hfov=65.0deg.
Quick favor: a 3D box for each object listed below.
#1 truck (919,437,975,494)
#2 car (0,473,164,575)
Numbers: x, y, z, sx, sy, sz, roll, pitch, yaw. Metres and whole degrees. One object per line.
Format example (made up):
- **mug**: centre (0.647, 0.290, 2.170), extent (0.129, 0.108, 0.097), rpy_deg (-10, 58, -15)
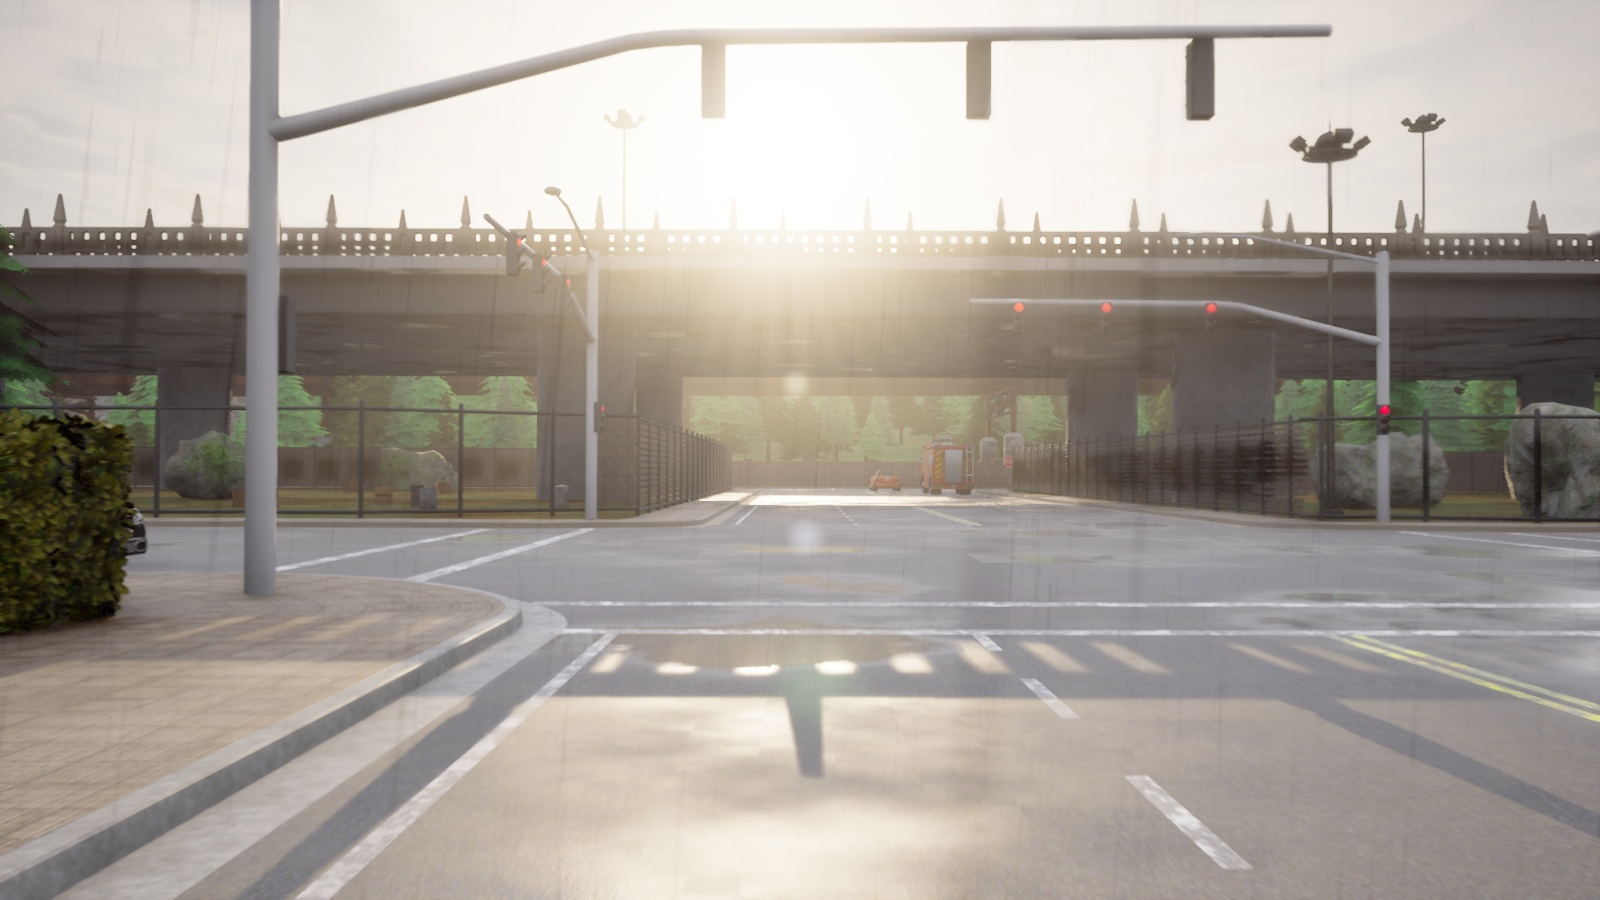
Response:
- **truck**: centre (10.280, 1.091, 88.512), extent (2.891, 3.827, 8.468), rpy_deg (0, -1, 0)
- **car**: centre (-12.166, 1.096, 19.266), extent (3.806, 1.475, 1.970), rpy_deg (0, -1, 0)
